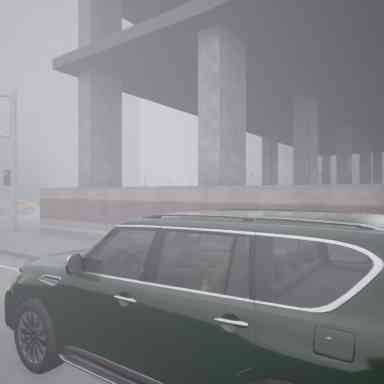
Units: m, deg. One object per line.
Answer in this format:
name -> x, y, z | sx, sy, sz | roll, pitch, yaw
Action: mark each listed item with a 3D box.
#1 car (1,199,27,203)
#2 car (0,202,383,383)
car -> -18.388, 1.533, 33.832 | 1.882, 1.535, 5.008 | 0, 0, 36
car -> 0.051, 1.221, 3.948 | 5.566, 2.045, 2.150 | 0, 0, 36
